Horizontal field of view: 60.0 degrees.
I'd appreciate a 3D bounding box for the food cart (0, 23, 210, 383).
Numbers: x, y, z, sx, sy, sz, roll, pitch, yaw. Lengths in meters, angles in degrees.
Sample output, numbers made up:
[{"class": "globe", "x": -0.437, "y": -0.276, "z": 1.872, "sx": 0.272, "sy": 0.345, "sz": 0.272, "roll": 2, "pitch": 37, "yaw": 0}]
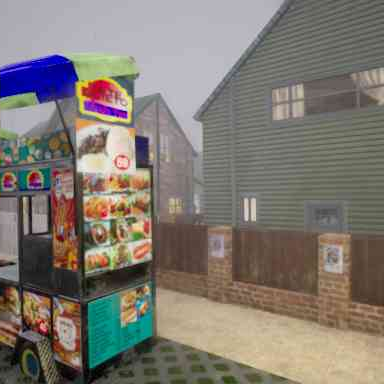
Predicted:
[{"class": "food cart", "x": -2.362, "y": 0.468, "z": 4.916, "sx": 4.660, "sy": 3.560, "sz": 2.280, "roll": -1, "pitch": 0, "yaw": 35}]
